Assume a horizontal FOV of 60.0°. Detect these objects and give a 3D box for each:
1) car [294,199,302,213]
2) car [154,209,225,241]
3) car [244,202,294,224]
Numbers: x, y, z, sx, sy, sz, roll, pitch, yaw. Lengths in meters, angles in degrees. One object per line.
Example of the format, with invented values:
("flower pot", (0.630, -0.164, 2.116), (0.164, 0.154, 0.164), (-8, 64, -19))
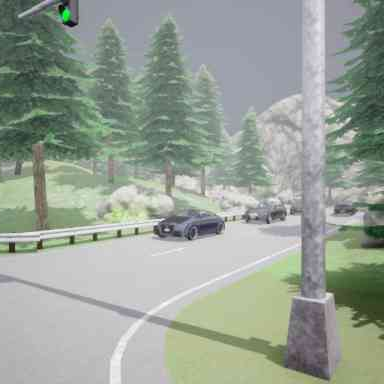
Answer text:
("car", (11.264, 1.519, 33.746), (1.837, 1.490, 4.892), (0, 0, 28))
("car", (-0.018, 1.578, 17.037), (1.994, 1.385, 4.181), (0, 0, 35))
("car", (5.653, 1.506, 25.207), (2.128, 1.511, 4.902), (0, 0, 35))
